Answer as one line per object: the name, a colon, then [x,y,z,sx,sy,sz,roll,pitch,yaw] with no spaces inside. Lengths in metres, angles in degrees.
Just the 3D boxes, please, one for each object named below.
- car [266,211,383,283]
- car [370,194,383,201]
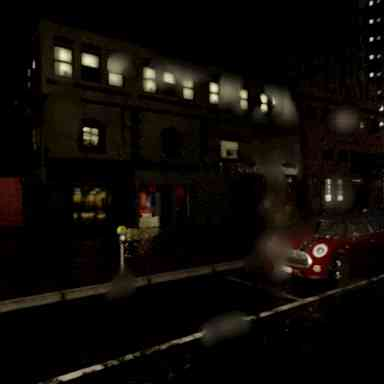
car: [3.967,1.376,9.391,4.097,1.590,1.967,-1,0,-35]
car: [35.368,1.042,61.138,1.802,1.307,4.206,-1,1,-35]
